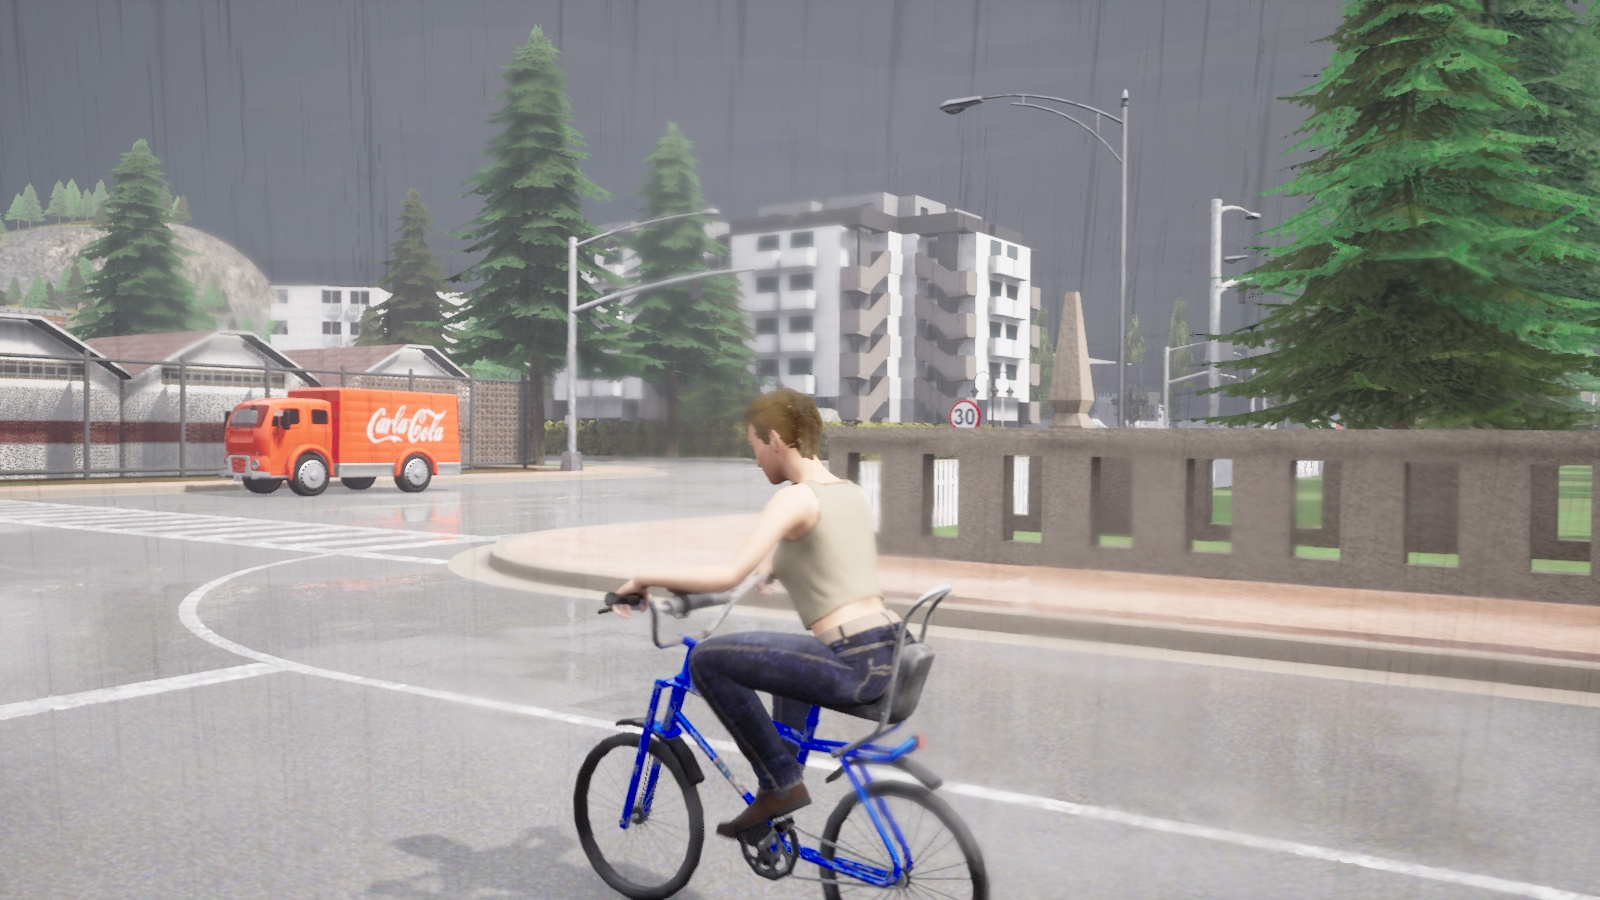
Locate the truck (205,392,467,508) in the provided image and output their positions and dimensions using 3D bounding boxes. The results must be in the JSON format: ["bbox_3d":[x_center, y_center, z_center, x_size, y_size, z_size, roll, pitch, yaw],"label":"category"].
[{"bbox_3d":[-10.812,-0.012,29.640,2.627,2.467,5.204,0,0,35],"label":"truck"}]

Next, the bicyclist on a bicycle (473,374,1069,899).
[{"bbox_3d":[-0.098,0.628,3.690,1.509,1.612,0.866,0,1,34],"label":"bicyclist on a bicycle"}]
